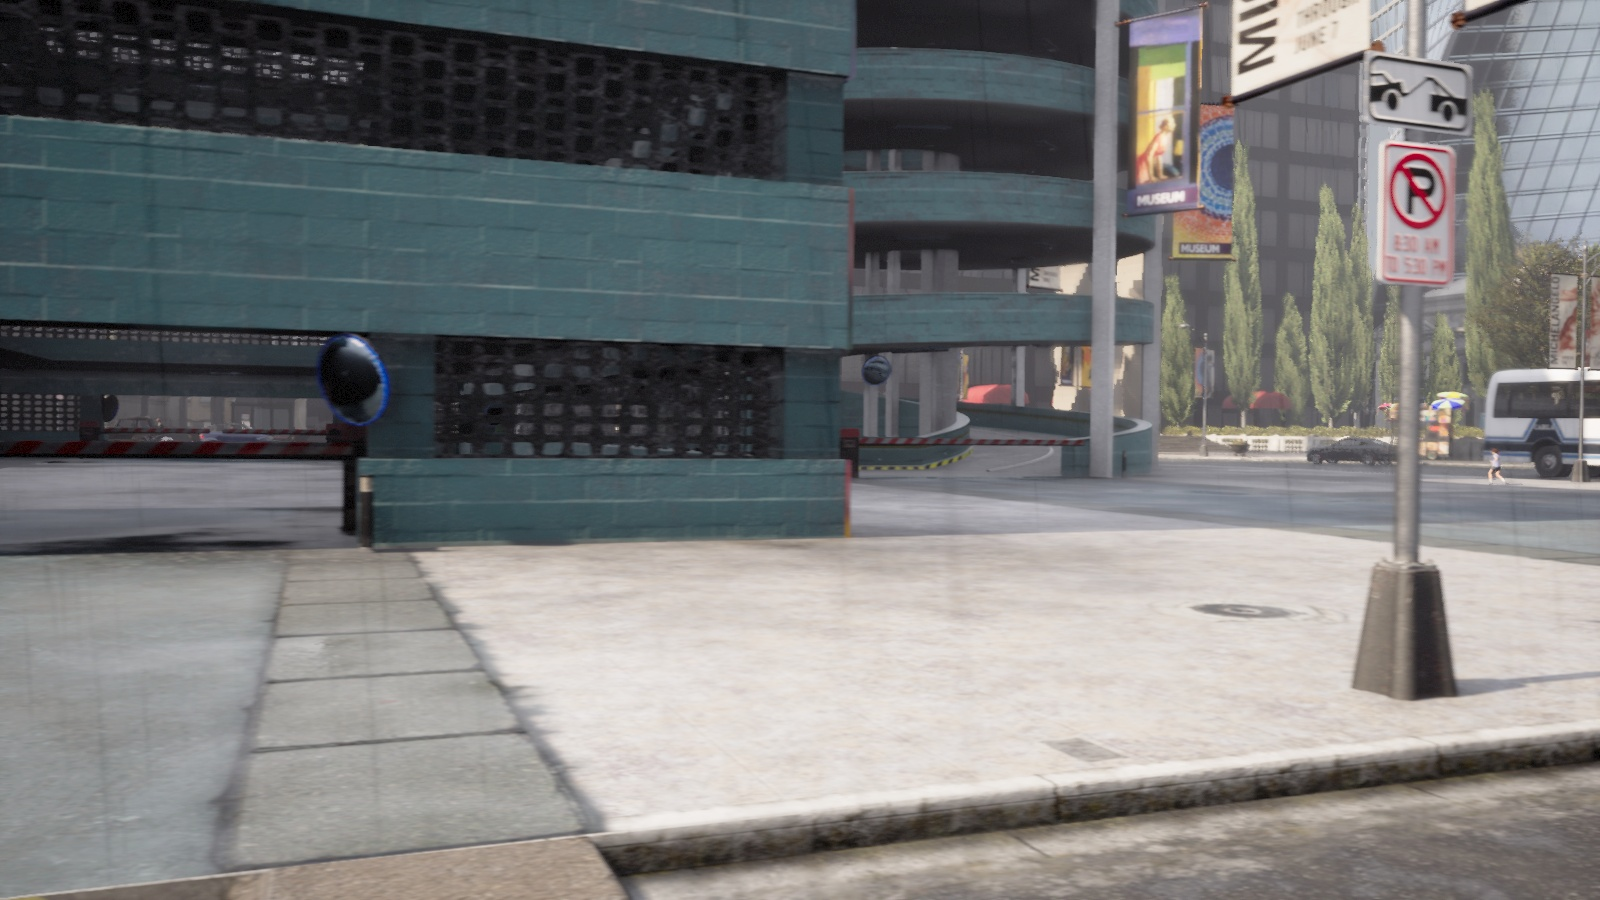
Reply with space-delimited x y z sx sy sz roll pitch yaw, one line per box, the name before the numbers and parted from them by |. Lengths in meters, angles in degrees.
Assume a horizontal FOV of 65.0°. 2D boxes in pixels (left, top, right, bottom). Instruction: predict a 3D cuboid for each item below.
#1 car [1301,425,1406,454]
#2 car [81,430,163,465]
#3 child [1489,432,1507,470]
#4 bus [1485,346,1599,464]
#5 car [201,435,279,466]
car | 28.647 -0.543 65.125 1.812 1.442 4.674 -1 1 -38
car | -38.657 -0.156 71.687 3.866 1.878 1.905 -1 1 -21
child | 20.355 0.021 36.610 0.255 1.110 0.394 -1 1 -23
bus | 31.030 -1.661 46.072 3.944 4.253 10.273 -1 1 -21
car | -30.065 0.003 67.490 3.705 1.549 1.789 -1 1 -21
